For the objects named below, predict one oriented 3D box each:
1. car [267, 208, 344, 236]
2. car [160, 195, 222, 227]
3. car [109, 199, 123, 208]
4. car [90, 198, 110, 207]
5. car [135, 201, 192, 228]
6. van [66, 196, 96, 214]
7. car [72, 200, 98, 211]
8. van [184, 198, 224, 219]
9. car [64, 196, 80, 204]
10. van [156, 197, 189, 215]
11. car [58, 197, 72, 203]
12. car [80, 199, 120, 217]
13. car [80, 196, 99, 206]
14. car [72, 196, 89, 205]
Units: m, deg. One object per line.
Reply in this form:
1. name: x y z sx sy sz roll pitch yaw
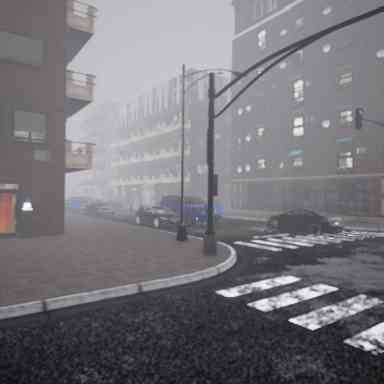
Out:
1. car: 6.263 1.609 18.726 1.994 1.385 4.181 1 -1 -37
2. car: -0.357 1.240 23.321 2.150 2.045 5.566 1 -1 -35
3. car: -11.681 1.681 49.215 1.887 1.381 4.507 1 -1 -35
4. car: -14.863 1.728 53.817 1.802 1.307 4.206 1 -1 -35
5. car: -2.257 1.539 21.726 2.008 1.369 4.403 1 -1 -35
6. van: -11.799 1.360 35.532 1.690 1.788 3.998 1 -1 -35
7. car: -13.883 1.664 42.925 1.895 1.301 4.718 1 -1 -34
8. van: 1.045 1.438 30.810 1.690 1.788 3.998 1 -1 -35
9. car: -24.405 1.613 67.623 1.967 1.590 4.097 1 -1 -35
10. van: -2.136 1.448 35.412 1.690 1.788 3.998 1 -1 -35
11. car: -27.587 1.725 72.224 1.887 1.381 4.507 1 -1 -35
12. car: -8.620 1.591 30.929 1.802 1.307 4.206 1 -1 -35
13. car: -18.043 1.595 58.419 1.967 1.590 4.097 1 -1 -35
14. car: -21.224 1.604 63.021 1.967 1.590 4.097 1 -1 -35
